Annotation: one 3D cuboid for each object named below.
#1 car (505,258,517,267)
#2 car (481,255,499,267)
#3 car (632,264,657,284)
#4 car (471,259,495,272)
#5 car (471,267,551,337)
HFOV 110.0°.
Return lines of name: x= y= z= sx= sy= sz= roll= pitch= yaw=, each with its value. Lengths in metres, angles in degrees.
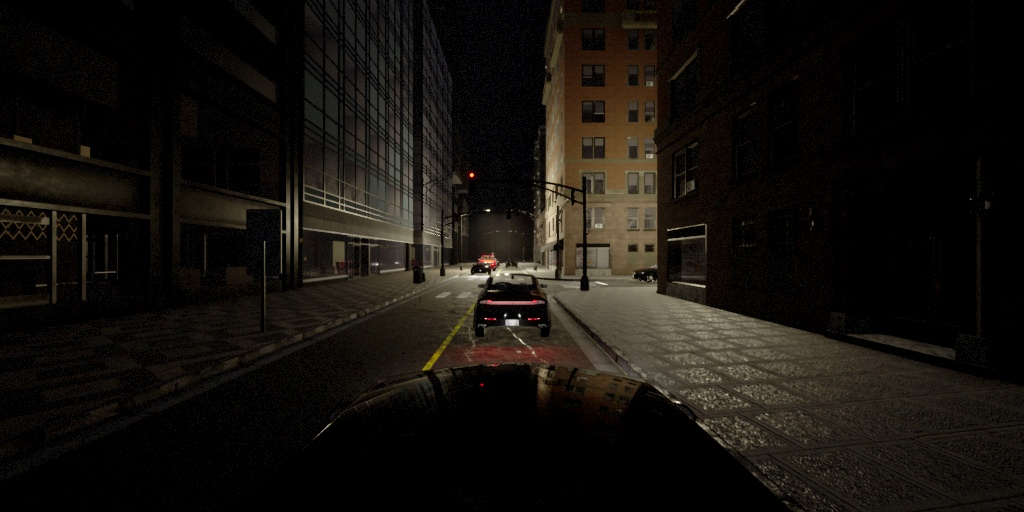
car: x=-0.086 y=1.232 z=61.252 sx=1.812 sy=1.442 sz=4.674 roll=0 pitch=0 yaw=0
car: x=-3.232 y=0.940 z=47.548 sx=2.150 sy=2.045 sz=5.566 roll=0 pitch=0 yaw=0
car: x=11.256 y=1.197 z=26.087 sx=4.902 sy=1.511 sz=2.128 roll=0 pitch=0 yaw=0
car: x=-3.210 y=1.290 z=38.129 sx=1.994 sy=1.385 sz=4.181 roll=0 pitch=0 yaw=0
car: x=0.016 y=1.240 z=10.256 sx=2.128 sy=1.511 sz=4.902 roll=0 pitch=0 yaw=0
